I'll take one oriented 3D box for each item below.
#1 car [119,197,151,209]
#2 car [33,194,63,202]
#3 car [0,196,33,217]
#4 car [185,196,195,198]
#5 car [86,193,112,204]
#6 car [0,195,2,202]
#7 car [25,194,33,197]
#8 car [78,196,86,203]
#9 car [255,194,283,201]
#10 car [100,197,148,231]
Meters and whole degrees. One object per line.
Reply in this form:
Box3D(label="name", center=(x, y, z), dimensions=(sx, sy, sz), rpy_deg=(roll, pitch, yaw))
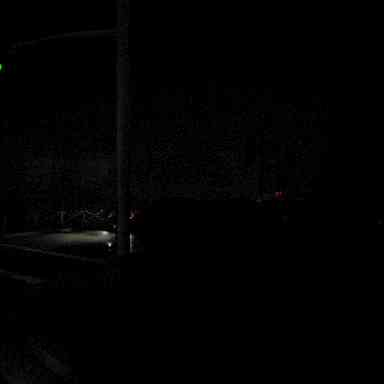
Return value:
Box3D(label="car", center=(-7.488, 1.384, 43.809), dimensions=(1.970, 1.475, 3.806), rpy_deg=(0, 0, 35))
Box3D(label="car", center=(-28.916, 1.154, 67.722), dimensions=(2.152, 1.636, 5.027), rpy_deg=(0, 0, 35))
Box3D(label="car", center=(-15.798, 1.340, 26.888), dimensions=(2.007, 1.523, 4.514), rpy_deg=(0, 0, 35))
Box3D(label="car", center=(-0.769, 1.374, 48.146), dimensions=(1.845, 1.501, 3.633), rpy_deg=(0, 0, 35))
Box3D(label="car", center=(-15.861, 1.097, 58.991), dimensions=(1.932, 1.855, 4.605), rpy_deg=(0, 0, 35))
Box3D(label="car", center=(-41.403, 1.298, 67.525), dimensions=(2.007, 1.523, 4.514), rpy_deg=(0, 0, 35))
Box3D(label="car", center=(-34.342, 1.232, 71.164), dimensions=(1.970, 1.475, 3.806), rpy_deg=(0, 0, 35))
Box3D(label="car", center=(-18.471, 1.077, 60.333), dimensions=(1.905, 1.878, 3.866), rpy_deg=(0, 0, 35))
Box3D(label="car", center=(8.436, 1.221, 37.032), dimensions=(2.150, 2.045, 5.566), rpy_deg=(0, 0, 35))
Box3D(label="car", center=(-3.034, 1.352, 20.545), dimensions=(2.097, 1.767, 4.553), rpy_deg=(0, 0, 35))
